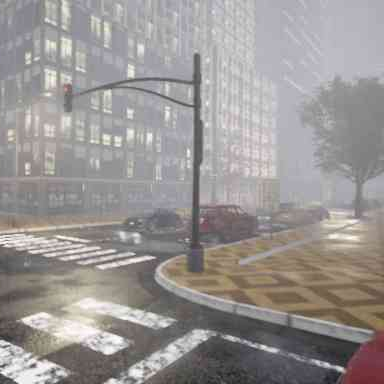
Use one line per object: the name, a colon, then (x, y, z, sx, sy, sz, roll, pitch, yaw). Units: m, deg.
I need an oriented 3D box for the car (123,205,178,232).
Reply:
car: (-2.541, 1.761, 22.091, 1.994, 1.385, 4.181, 1, 0, 37)

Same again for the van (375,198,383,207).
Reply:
van: (38.669, 2.123, 68.086, 1.690, 1.788, 3.998, 0, 0, 36)

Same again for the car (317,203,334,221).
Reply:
car: (11.836, 1.988, 31.807, 1.802, 1.307, 4.206, 0, 0, 36)

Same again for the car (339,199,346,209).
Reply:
car: (26.916, 2.221, 56.544, 1.895, 1.301, 4.718, 1, 0, 36)

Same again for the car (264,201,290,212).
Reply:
car: (11.800, 1.973, 45.850, 1.947, 1.339, 4.313, 0, 0, 36)

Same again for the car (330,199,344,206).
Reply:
car: (31.914, 2.237, 73.048, 2.008, 1.369, 4.403, 0, 0, 36)

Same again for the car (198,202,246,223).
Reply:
car: (2.730, 1.753, 29.211, 1.882, 1.535, 5.008, 1, 0, 36)

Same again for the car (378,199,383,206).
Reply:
car: (42.022, 2.268, 72.620, 1.967, 1.590, 4.097, 0, 0, 36)

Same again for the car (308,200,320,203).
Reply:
car: (21.756, 2.072, 59.313, 1.752, 1.417, 4.829, 0, 0, 36)

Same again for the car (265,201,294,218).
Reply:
car: (9.353, 1.723, 32.796, 2.097, 1.767, 4.553, 1, 0, 37)

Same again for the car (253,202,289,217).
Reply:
car: (9.058, 1.915, 37.766, 2.033, 1.411, 5.357, 1, 0, 36)

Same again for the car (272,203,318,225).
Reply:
car: (8.583, 1.884, 27.409, 1.752, 1.417, 4.829, 0, 0, 36)

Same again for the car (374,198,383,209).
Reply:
car: (31.961, 2.005, 59.017, 2.192, 1.841, 5.009, 0, 0, 36)

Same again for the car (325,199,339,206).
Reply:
car: (28.562, 2.223, 68.515, 1.802, 1.307, 4.206, 0, 0, 36)

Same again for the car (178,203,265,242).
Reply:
car: (1.776, 1.574, 18.204, 2.192, 1.841, 5.009, 0, 0, 36)

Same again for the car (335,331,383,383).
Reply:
car: (3.112, 1.594, 1.468, 4.718, 1.301, 1.895, 0, 0, 35)

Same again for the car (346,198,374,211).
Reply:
car: (25.253, 1.912, 49.947, 2.192, 1.841, 5.009, 0, 0, 36)

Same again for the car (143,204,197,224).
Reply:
car: (-1.712, 1.736, 27.582, 1.752, 1.417, 4.829, 0, 0, 36)

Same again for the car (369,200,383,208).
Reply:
car: (35.313, 2.281, 63.550, 1.887, 1.381, 4.507, 0, 0, 36)
